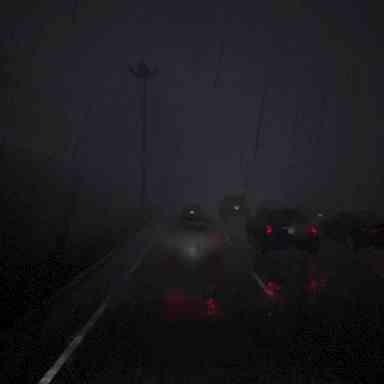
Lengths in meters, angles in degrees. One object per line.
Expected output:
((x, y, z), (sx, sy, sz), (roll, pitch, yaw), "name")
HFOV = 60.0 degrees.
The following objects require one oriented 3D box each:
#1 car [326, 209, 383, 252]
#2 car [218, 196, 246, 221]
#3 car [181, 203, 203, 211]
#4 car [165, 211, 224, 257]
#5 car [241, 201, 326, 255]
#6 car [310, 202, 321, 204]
((7.044, 1.544, 14.246), (1.882, 1.535, 5.008), (0, 0, 0), "car")
((3.516, 1.354, 28.569), (2.150, 2.045, 5.566), (0, 0, 0), "car")
((0.023, 1.702, 30.275), (1.994, 1.385, 4.181), (0, 0, 0), "car")
((0.039, 1.662, 13.232), (1.895, 1.301, 4.718), (0, 0, 0), "car")
((3.542, 1.416, 13.826), (2.097, 1.767, 4.553), (0, 0, 0), "car")
((10.521, 1.644, 29.797), (1.837, 1.490, 4.892), (0, 0, 0), "car")
